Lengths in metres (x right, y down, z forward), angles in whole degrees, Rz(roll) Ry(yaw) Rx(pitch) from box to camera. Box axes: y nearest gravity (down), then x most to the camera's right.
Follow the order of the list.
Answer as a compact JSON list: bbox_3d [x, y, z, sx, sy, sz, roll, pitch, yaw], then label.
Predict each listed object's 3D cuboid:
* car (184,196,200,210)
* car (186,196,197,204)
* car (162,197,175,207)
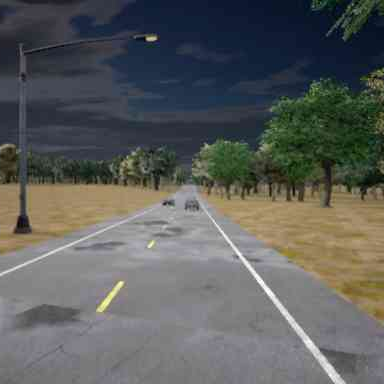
[{"bbox_3d":[0.011,1.529,44.513,2.128,1.511,4.902,0,0,0],"label":"car"},{"bbox_3d":[-0.034,1.457,64.134,2.033,1.411,5.357,0,0,0],"label":"car"},{"bbox_3d":[-3.672,1.546,52.821,2.033,1.411,5.357,0,0,0],"label":"car"}]
